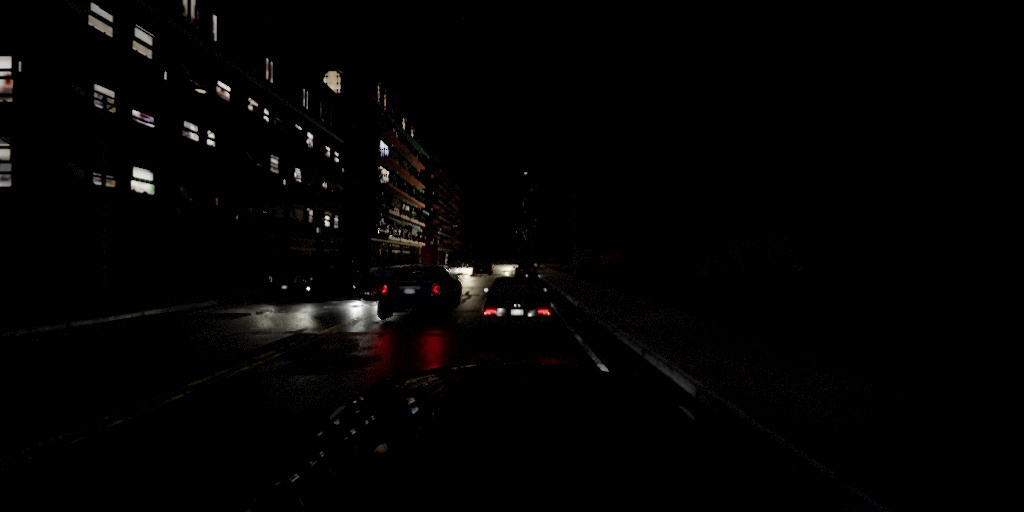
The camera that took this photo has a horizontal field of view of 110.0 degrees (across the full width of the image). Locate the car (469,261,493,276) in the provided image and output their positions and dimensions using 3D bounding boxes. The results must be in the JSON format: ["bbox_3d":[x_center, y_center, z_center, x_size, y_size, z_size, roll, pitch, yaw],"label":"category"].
[{"bbox_3d":[-3.114,1.282,38.488,1.882,1.535,5.008,0,0,0],"label":"car"}]

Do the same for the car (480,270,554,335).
[{"bbox_3d":[0.110,1.311,10.517,2.033,1.411,5.357,0,0,0],"label":"car"}]

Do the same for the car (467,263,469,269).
[{"bbox_3d":[-6.520,1.435,60.595,1.895,1.301,4.718,0,0,0],"label":"car"}]

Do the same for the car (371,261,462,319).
[{"bbox_3d":[-3.139,1.120,13.108,2.097,1.767,4.553,0,0,0],"label":"car"}]

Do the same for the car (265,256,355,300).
[{"bbox_3d":[-9.835,0.997,18.254,2.150,2.045,5.566,0,0,0],"label":"car"}]

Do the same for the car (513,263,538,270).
[{"bbox_3d":[1.166,1.299,30.526,1.837,1.490,4.892,0,0,0],"label":"car"}]

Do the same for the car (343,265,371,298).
[{"bbox_3d":[-6.584,1.324,19.046,2.033,1.411,5.357,0,0,0],"label":"car"}]

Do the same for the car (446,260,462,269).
[{"bbox_3d":[-9.767,1.435,60.598,1.895,1.301,4.718,0,0,0],"label":"car"}]
